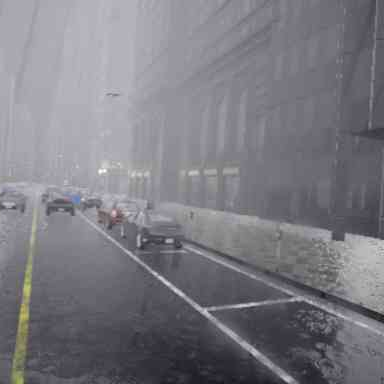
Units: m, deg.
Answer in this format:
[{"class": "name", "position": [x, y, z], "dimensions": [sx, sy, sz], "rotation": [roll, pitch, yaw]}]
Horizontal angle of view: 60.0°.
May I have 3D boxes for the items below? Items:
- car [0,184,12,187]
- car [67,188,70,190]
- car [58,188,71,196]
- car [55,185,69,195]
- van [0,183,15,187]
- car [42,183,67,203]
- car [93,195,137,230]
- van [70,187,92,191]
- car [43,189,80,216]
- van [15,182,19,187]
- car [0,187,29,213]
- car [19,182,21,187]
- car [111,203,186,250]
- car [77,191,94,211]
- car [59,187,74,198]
[{"class": "car", "position": [-23.629, 0.047, 40.750], "dimensions": [1.802, 1.307, 4.206], "rotation": [3, 0, -25]}, {"class": "car", "position": [-13.529, 0.584, 39.170], "dimensions": [1.887, 1.381, 4.507], "rotation": [3, 0, -25]}, {"class": "car", "position": [-23.015, -0.009, 59.795], "dimensions": [1.802, 1.307, 4.206], "rotation": [3, 0, -25]}, {"class": "car", "position": [-25.371, -0.433, 64.950], "dimensions": [2.192, 1.841, 5.009], "rotation": [3, 0, -25]}, {"class": "van", "position": [-25.987, -0.351, 45.905], "dimensions": [1.690, 1.788, 3.998], "rotation": [3, 0, -25]}, {"class": "car", "position": [-15.387, 0.298, 36.798], "dimensions": [2.097, 1.767, 4.553], "rotation": [3, 0, -24]}, {"class": "car", "position": [-4.039, 1.115, 18.543], "dimensions": [1.967, 1.590, 4.097], "rotation": [3, 0, -25]}, {"class": "van", "position": [-11.147, 0.539, 34.012], "dimensions": [1.690, 1.788, 3.998], "rotation": [3, 0, -25]}, {"class": "car", "position": [-9.637, 0.838, 24.293], "dimensions": [1.837, 1.490, 4.892], "rotation": [3, 1, -24]}, {"class": "van", "position": [-30.729, -0.666, 56.217], "dimensions": [1.690, 1.788, 3.998], "rotation": [3, 0, -25]}, {"class": "car", "position": [-12.927, 0.641, 23.930], "dimensions": [2.128, 1.511, 4.902], "rotation": [3, 0, -24]}, {"class": "car", "position": [-33.039, -0.634, 61.220], "dimensions": [1.752, 1.417, 4.829], "rotation": [3, 0, -25]}, {"class": "car", "position": [-1.674, 1.385, 13.387], "dimensions": [2.008, 1.369, 4.403], "rotation": [3, 0, -25]}, {"class": "car", "position": [-8.787, 0.907, 28.857], "dimensions": [2.008, 1.369, 4.403], "rotation": [3, 0, -25]}, {"class": "car", "position": [-20.636, 0.006, 54.638], "dimensions": [1.967, 1.590, 4.097], "rotation": [3, 0, -25]}]
